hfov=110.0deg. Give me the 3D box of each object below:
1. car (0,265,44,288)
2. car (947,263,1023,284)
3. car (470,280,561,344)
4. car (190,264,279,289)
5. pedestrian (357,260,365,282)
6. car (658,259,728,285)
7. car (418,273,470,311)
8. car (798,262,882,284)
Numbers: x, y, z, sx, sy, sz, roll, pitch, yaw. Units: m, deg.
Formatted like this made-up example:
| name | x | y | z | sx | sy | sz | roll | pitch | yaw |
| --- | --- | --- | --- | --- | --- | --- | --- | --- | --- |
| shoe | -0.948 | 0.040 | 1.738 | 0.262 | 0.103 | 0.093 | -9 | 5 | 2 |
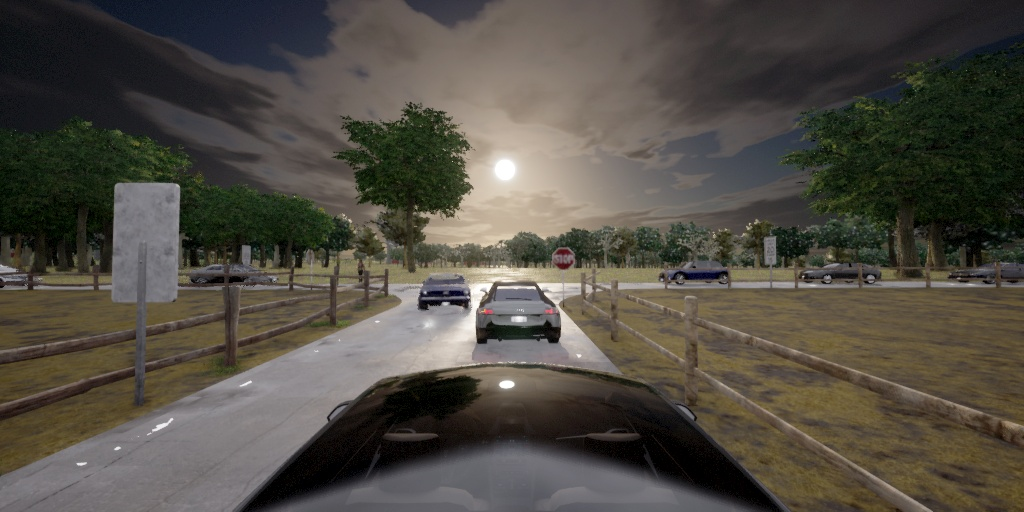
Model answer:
| name | x | y | z | sx | sy | sz | roll | pitch | yaw |
| --- | --- | --- | --- | --- | --- | --- | --- | --- | --- |
| car | -32.879 | 1.286 | 22.747 | 4.674 | 1.442 | 1.812 | 0 | -1 | 0 |
| car | 33.845 | 1.183 | 24.683 | 5.357 | 1.411 | 2.033 | 0 | -2 | 8 |
| car | 0.081 | 1.325 | 9.675 | 1.994 | 1.385 | 4.181 | 0 | 0 | -2 |
| car | -17.515 | 1.260 | 22.757 | 4.902 | 1.511 | 2.128 | 0 | -1 | 0 |
| pedestrian | -12.135 | 1.185 | 28.741 | 0.375 | 1.860 | 0.375 | 0 | -1 | 0 |
| car | 12.941 | 1.109 | 25.633 | 4.553 | 1.767 | 2.097 | 0 | -2 | -1 |
| car | -2.690 | 1.373 | 14.767 | 1.895 | 1.301 | 4.718 | 0 | 0 | -10 |
| car | 23.208 | 1.210 | 25.507 | 4.892 | 1.490 | 1.837 | 0 | -2 | 2 |
